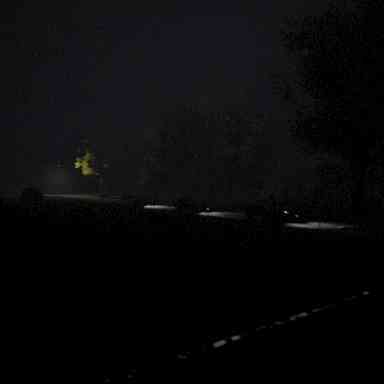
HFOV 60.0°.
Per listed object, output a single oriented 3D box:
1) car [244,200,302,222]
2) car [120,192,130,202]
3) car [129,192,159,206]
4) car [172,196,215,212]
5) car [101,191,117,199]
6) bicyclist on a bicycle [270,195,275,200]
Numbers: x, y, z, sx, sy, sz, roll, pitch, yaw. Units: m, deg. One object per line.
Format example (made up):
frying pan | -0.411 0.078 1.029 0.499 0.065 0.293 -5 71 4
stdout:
car | 5.761 1.297 24.308 1.812 1.442 4.674 0 1 -33
car | -10.002 0.715 53.874 1.882 1.535 5.008 0 1 -33
car | -5.877 0.999 42.169 1.994 1.385 4.181 0 1 -33
car | 0.035 1.155 33.086 2.033 1.411 5.357 0 1 -33
car | -15.644 0.562 62.501 2.128 1.511 4.902 0 1 -33
bicyclist on a bicycle | 7.789 1.134 32.140 1.656 1.620 0.582 0 1 -33
